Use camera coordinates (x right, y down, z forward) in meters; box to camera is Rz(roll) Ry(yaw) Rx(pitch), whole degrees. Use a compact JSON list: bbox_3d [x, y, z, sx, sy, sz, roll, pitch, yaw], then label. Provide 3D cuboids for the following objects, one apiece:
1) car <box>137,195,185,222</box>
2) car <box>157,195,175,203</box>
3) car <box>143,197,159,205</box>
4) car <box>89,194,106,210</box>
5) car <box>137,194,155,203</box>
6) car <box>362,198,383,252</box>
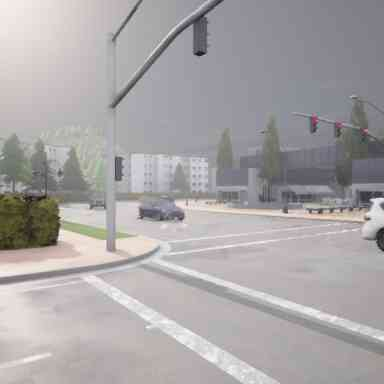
[{"bbox_3d":[-2.502,1.352,26.230,2.097,1.767,4.553,0,0,-36],"label":"car"},{"bbox_3d":[-5.299,1.478,69.547,1.882,1.535,5.008,0,0,20],"label":"car"},{"bbox_3d":[-7.213,1.547,59.082,2.033,1.411,5.357,0,0,3],"label":"car"},{"bbox_3d":[-12.034,1.224,42.786,2.150,2.045,5.566,0,0,-18],"label":"car"},{"bbox_3d":[-9.314,1.352,68.077,2.097,1.767,4.553,0,0,15],"label":"car"},{"bbox_3d":[8.814,1.221,11.303,2.150,2.045,5.566,0,0,-36],"label":"car"}]
